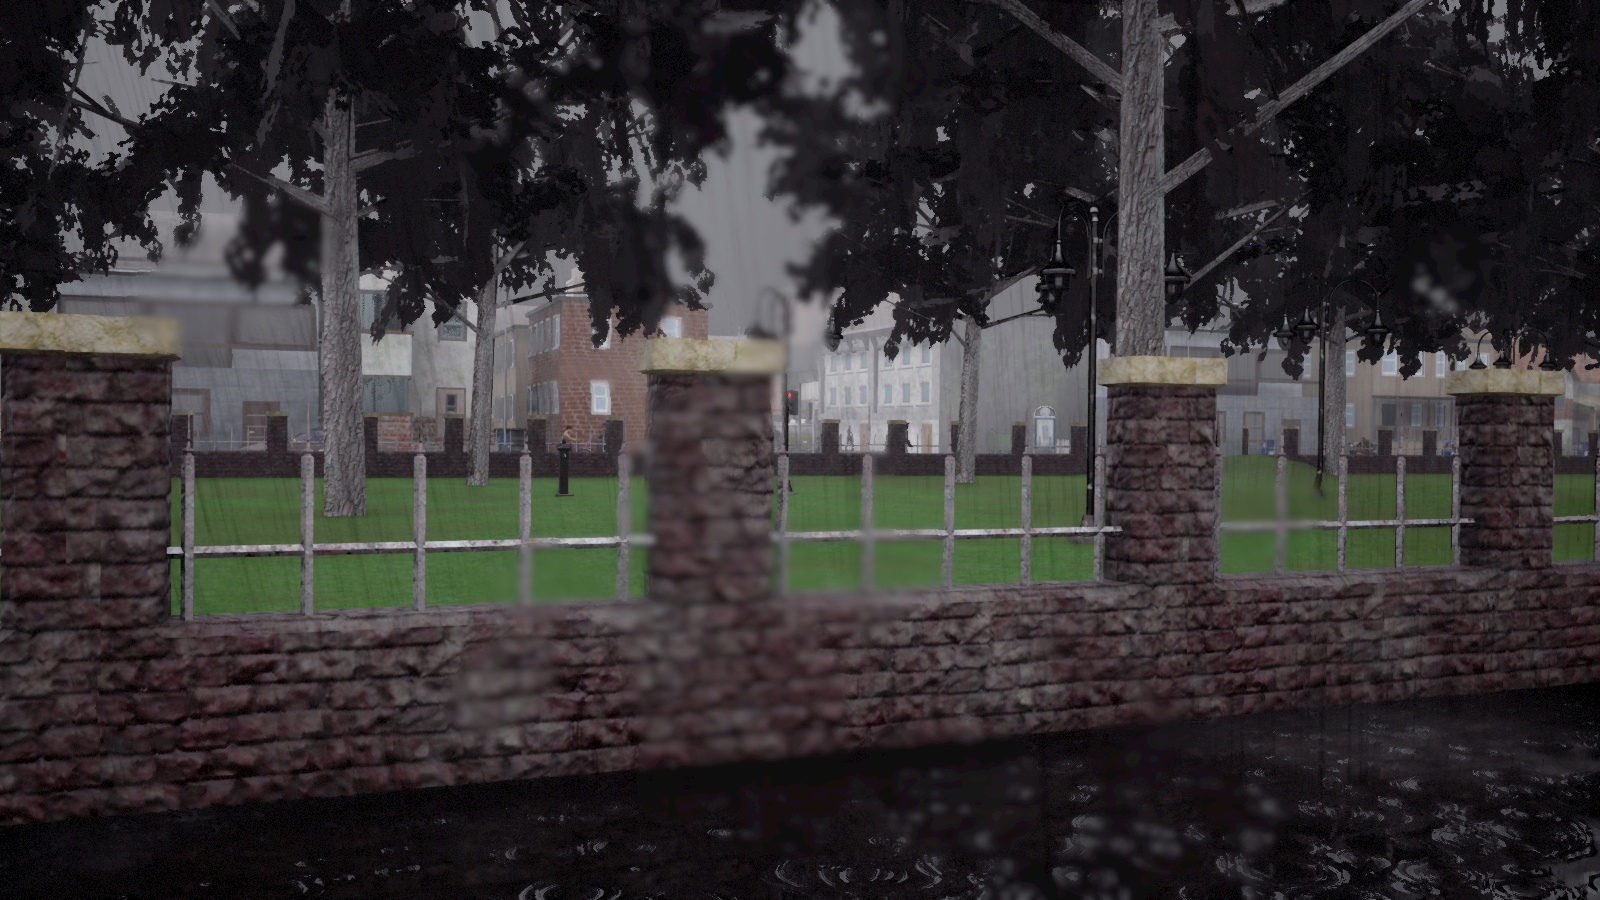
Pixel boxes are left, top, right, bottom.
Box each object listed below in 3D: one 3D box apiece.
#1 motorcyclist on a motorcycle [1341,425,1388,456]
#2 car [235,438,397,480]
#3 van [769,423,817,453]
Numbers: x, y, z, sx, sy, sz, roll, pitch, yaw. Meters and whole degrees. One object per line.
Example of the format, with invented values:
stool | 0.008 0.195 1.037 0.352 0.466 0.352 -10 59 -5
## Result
motorcyclist on a motorcycle | 28.501 -0.507 63.443 2.191 1.530 0.866 -1 1 -21
car | -17.513 0.293 45.598 5.357 1.411 2.033 -1 1 -21
van | -0.506 -0.821 84.749 1.775 1.987 4.442 -1 1 -21
